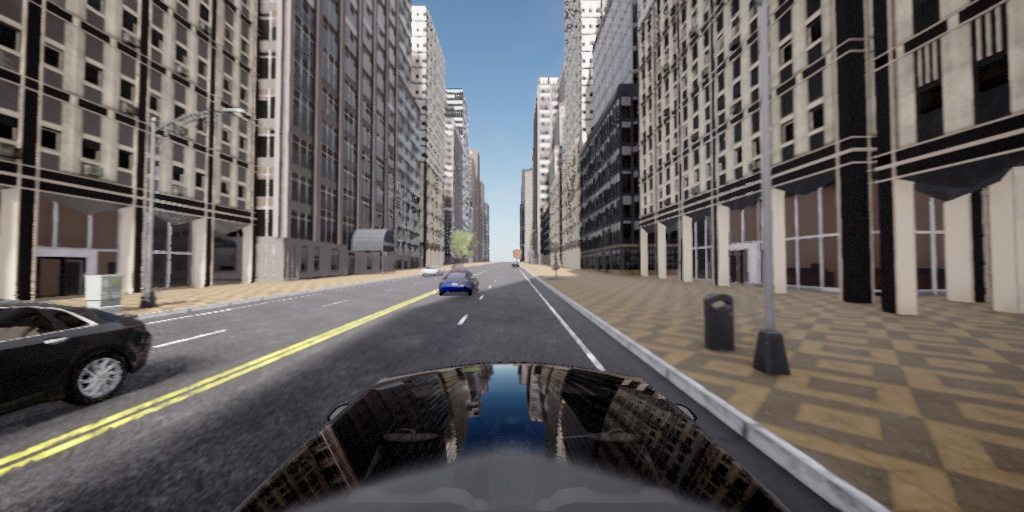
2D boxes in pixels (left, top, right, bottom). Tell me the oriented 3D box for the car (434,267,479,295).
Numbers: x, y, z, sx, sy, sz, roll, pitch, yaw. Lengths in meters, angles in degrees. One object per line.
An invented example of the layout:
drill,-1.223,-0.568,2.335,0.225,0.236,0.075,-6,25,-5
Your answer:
car,-3.151,1.556,21.849,1.994,1.385,4.181,0,-1,0

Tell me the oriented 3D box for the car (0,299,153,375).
car,-6.599,1.277,3.587,1.837,1.490,4.892,0,-1,0

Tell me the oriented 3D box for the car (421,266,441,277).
car,-9.838,1.863,44.401,1.895,1.301,4.718,0,-1,0

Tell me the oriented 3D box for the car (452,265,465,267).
car,-6.589,1.785,44.123,1.812,1.442,4.674,0,-1,0
